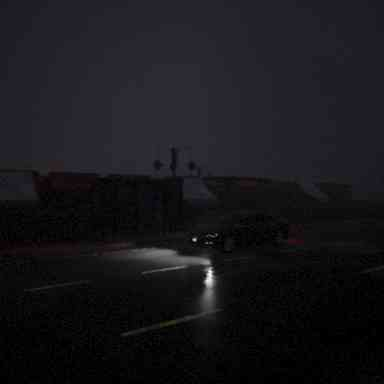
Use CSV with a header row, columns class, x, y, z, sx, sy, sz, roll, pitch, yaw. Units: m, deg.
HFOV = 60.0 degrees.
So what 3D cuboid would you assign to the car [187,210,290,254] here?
class,x,y,z,sx,sy,sz,roll,pitch,yaw
car,2.069,1.564,13.964,4.892,1.490,1.837,0,0,-36
